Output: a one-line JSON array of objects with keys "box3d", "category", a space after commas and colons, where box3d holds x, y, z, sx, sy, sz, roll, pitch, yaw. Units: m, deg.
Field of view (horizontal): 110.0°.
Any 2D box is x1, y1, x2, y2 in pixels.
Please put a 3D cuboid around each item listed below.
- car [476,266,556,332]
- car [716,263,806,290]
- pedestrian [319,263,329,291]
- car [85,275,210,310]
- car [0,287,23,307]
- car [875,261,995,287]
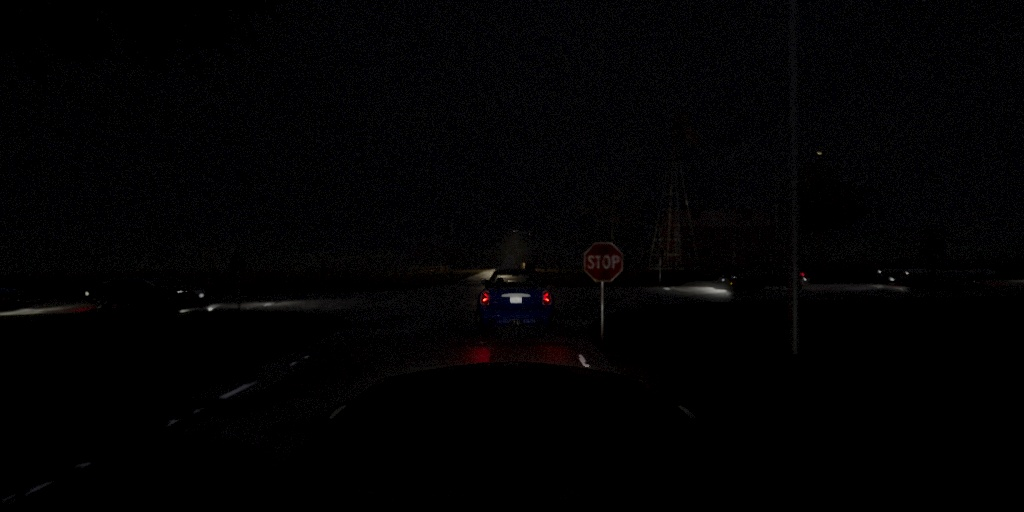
[{"box3d": [0.102, 1.164, 11.291, 2.097, 1.767, 4.553, 0, 0, 0], "category": "car"}, {"box3d": [13.743, 1.114, 19.957, 4.181, 1.385, 1.994, -1, 1, 0], "category": "car"}, {"box3d": [-12.154, 1.333, 23.110, 0.375, 1.860, 0.375, 0, 2, 0], "category": "pedestrian"}, {"box3d": [-17.295, 1.670, 17.165, 4.902, 1.511, 2.128, -1, 1, 0], "category": "car"}, {"box3d": [-26.766, 1.830, 17.215, 5.008, 1.535, 1.882, -1, 1, 1], "category": "car"}, {"box3d": [23.300, 0.960, 19.902, 4.718, 1.301, 1.895, -1, 1, 0], "category": "car"}]
